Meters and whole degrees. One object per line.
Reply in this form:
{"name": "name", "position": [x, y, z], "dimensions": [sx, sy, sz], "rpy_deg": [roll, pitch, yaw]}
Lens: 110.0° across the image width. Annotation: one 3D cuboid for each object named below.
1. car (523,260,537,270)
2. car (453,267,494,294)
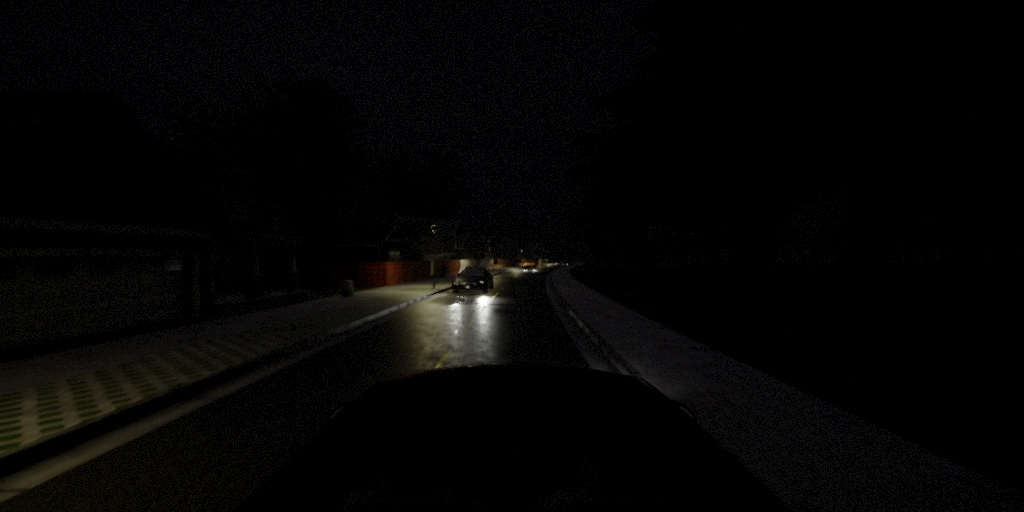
{"name": "car", "position": [3.209, 1.505, 61.590], "dimensions": [1.882, 1.535, 5.008], "rpy_deg": [0, 0, 12]}
{"name": "car", "position": [-2.165, 1.364, 21.091], "dimensions": [1.812, 1.442, 4.674], "rpy_deg": [0, 0, 4]}
